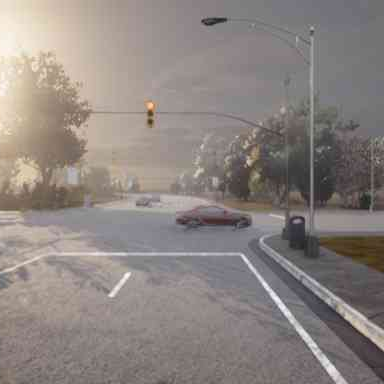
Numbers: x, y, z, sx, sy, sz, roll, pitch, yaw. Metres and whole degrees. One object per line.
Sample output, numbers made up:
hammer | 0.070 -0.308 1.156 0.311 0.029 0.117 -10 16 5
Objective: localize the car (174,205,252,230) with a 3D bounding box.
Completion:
car | 1.272 1.496 20.150 4.674 1.442 1.812 0 0 -3

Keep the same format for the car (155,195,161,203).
car | -7.073 1.351 64.548 1.837 1.490 4.892 0 0 -1

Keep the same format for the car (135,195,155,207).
car | -7.013 1.423 48.245 1.837 1.490 4.892 0 0 0
